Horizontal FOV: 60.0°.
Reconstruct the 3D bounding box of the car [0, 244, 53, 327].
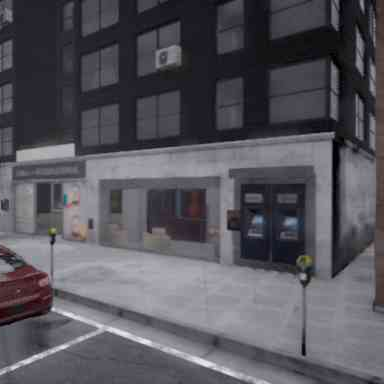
[{"bbox_3d":[-4.227,1.575,6.087,4.206,1.307,1.802,0,0,35],"label":"car"}]
